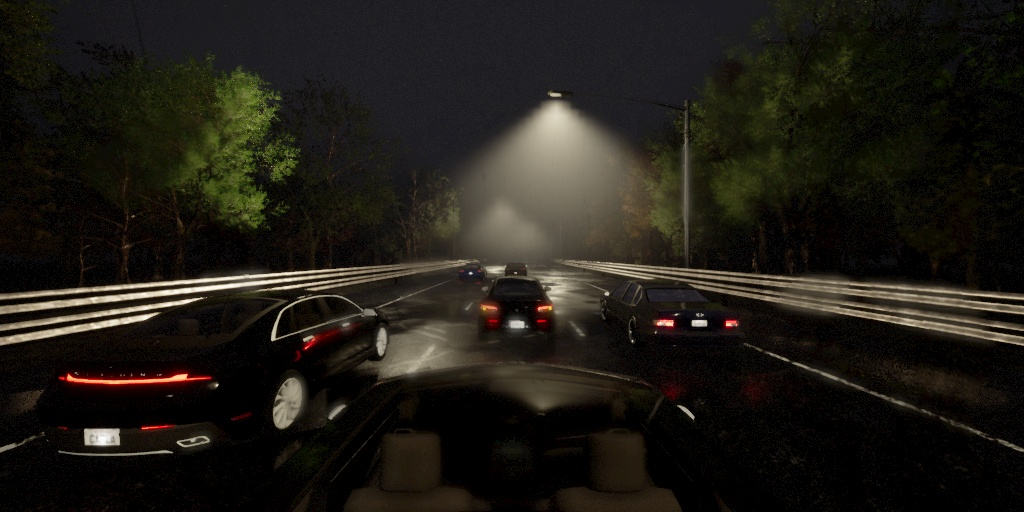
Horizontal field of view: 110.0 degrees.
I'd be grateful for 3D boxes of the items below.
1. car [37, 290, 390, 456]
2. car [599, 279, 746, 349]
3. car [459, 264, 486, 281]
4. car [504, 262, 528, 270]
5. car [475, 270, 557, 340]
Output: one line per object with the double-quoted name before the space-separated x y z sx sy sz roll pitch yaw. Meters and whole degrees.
"car" -3.388 1.255 5.395 1.837 1.490 4.892 0 0 0
"car" 3.599 1.297 9.173 2.033 1.411 5.357 0 0 3
"car" -3.175 1.311 29.828 1.994 1.385 4.181 0 0 1
"car" 0.344 1.224 31.458 1.882 1.535 5.008 0 0 1
"car" 0.128 1.275 9.814 1.812 1.442 4.674 0 0 0
